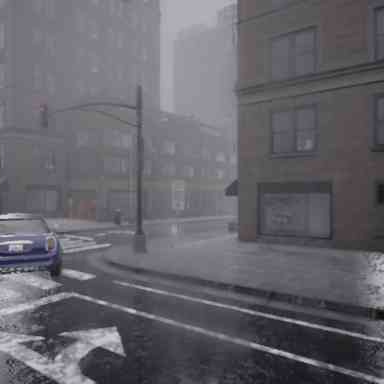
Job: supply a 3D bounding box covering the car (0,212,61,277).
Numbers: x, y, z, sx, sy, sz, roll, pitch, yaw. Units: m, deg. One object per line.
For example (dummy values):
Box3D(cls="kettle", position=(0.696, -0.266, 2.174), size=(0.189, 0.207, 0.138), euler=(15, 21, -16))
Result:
Box3D(cls="car", position=(-5.184, 1.423, 10.133), size=(2.097, 1.767, 4.553), euler=(0, -1, -24))
